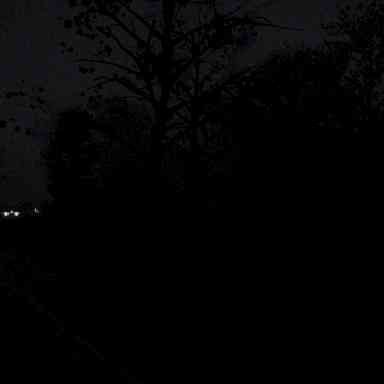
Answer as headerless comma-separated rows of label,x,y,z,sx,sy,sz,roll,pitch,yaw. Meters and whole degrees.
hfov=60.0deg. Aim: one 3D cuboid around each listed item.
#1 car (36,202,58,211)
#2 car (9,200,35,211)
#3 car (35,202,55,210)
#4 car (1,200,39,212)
car,-23.894,2.380,54.851,1.994,1.385,4.181,0,-2,-3
car,-27.325,2.135,53.711,2.097,1.767,4.553,0,-2,-3
car,-27.749,2.599,62.797,1.837,1.490,4.892,0,-2,-3
car,-23.443,2.050,45.650,2.033,1.411,5.357,0,-2,-2
